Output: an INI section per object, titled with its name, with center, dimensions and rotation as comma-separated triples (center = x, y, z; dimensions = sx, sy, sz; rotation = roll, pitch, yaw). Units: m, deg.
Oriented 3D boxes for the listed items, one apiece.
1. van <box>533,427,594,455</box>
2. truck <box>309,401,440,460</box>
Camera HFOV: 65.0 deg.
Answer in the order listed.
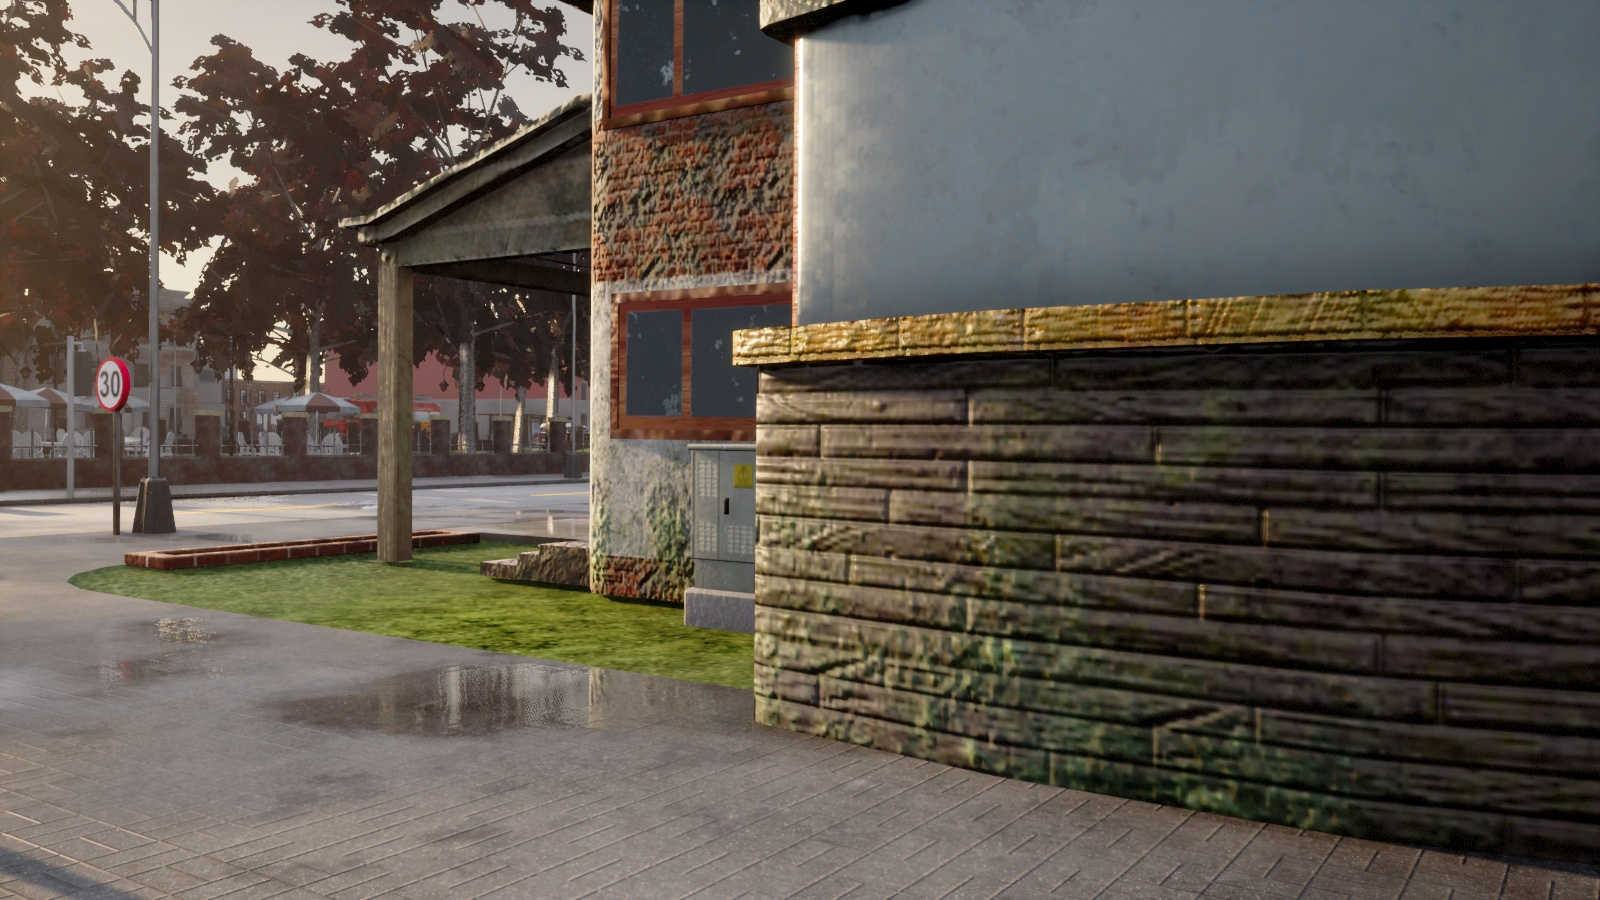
[van]
center = -18.045, -0.693, 96.037
dimensions = 2.069, 2.038, 4.480
rotation = 0, 1, 34
[truck]
center = -29.167, -1.349, 86.454
dimensions = 2.891, 3.827, 8.468
rotation = 0, 1, 33
